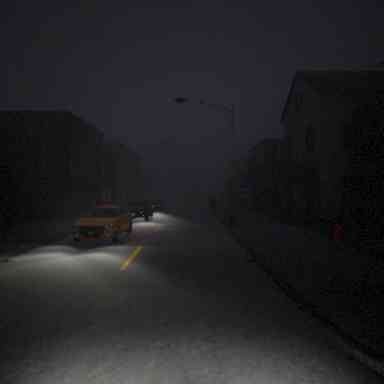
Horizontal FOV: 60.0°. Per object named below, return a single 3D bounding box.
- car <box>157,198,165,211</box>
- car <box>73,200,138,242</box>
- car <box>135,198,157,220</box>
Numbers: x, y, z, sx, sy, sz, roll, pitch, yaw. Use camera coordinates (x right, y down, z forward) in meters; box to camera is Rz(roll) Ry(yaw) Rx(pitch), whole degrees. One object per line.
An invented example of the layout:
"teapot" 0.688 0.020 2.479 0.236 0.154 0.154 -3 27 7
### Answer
"car" -4.076 1.364 36.063 1.895 1.301 4.718 0 0 0
"car" -4.091 1.373 15.938 1.882 1.535 5.008 0 0 0
"car" -4.088 1.335 25.908 1.837 1.490 4.892 0 0 0
